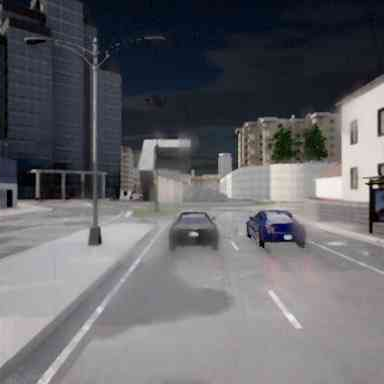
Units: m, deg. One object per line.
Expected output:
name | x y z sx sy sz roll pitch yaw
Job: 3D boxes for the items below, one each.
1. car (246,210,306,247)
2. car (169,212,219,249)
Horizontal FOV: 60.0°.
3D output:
car | 3.579 1.506 14.678 1.812 1.442 4.674 0 0 0
car | 0.079 1.545 14.379 1.994 1.385 4.181 0 0 0
